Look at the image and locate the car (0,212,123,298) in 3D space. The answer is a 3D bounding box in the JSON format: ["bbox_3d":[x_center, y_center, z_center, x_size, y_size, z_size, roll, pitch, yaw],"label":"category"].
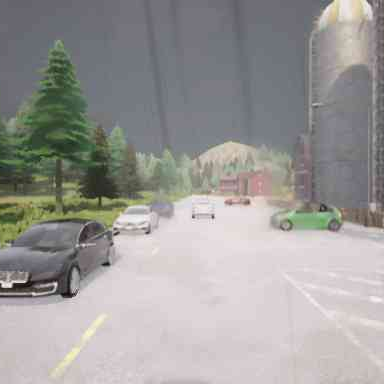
[{"bbox_3d":[-3.372,1.489,8.632,1.837,1.490,4.892,0,0,2],"label":"car"}]

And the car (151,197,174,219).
[{"bbox_3d":[-2.716,1.299,28.537,2.097,1.767,4.553,0,0,2],"label":"car"}]

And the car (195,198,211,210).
[{"bbox_3d":[1.409,1.520,43.085,1.895,1.301,4.718,0,0,2],"label":"car"}]

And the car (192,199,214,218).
[{"bbox_3d":[0.975,1.472,29.117,1.812,1.442,4.674,0,-1,2],"label":"car"}]

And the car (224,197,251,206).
[{"bbox_3d":[7.173,1.451,52.570,4.181,1.381,1.994,0,0,1],"label":"car"}]

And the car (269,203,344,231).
[{"bbox_3d":[6.620,1.446,19.562,3.988,1.617,1.851,0,0,1],"label":"car"}]

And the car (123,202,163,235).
[{"bbox_3d":[-3.004,1.491,18.679,1.812,1.442,4.674,0,0,2],"label":"car"}]
